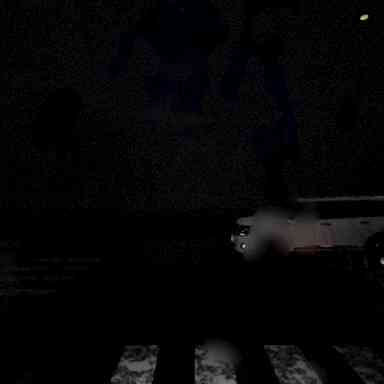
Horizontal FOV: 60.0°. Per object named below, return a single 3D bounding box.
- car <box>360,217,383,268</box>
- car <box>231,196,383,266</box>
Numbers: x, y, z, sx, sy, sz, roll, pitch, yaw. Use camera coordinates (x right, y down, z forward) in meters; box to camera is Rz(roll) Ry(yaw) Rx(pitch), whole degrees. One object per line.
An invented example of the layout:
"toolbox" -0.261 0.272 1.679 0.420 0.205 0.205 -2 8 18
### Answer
"car" 6.851 1.439 7.898 4.674 1.442 1.812 -1 0 1
"car" 4.090 1.155 10.881 5.566 2.045 2.150 -1 0 1
